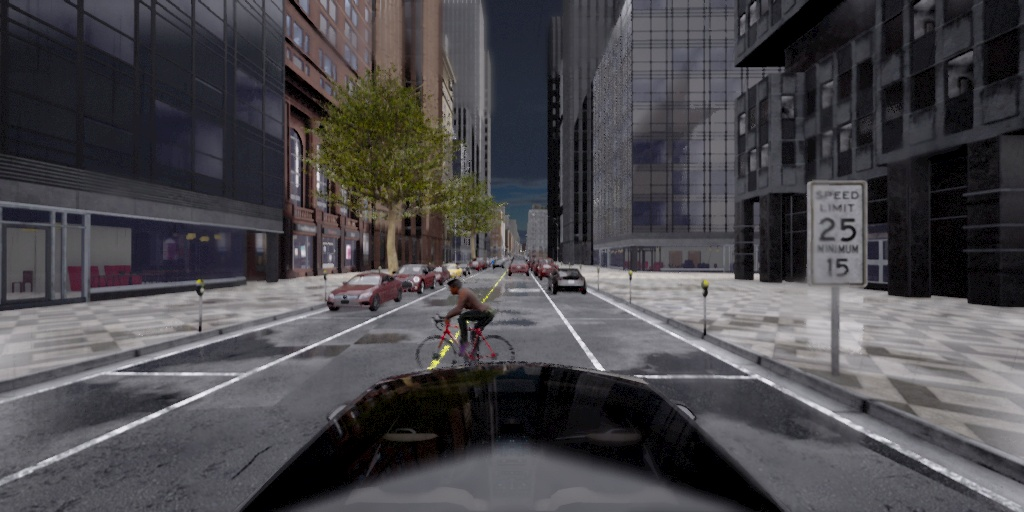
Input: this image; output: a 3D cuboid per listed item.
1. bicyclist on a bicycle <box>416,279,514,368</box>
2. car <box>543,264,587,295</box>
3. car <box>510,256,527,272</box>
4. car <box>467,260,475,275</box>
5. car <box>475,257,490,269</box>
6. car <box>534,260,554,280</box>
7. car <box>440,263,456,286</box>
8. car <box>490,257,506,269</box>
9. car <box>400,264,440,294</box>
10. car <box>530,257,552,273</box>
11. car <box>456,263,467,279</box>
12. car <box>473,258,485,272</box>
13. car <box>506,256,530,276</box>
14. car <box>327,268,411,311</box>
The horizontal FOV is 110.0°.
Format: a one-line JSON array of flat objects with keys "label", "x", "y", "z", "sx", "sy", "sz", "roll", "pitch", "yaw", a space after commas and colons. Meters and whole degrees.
[{"label": "bicyclist on a bicycle", "x": -0.785, "y": 1.204, "z": 5.971, "sx": 1.656, "sy": 1.620, "sz": 0.582, "roll": -1, "pitch": 0, "yaw": 1}, {"label": "car", "x": 2.965, "y": 1.327, "z": 19.790, "sx": 1.948, "sy": 1.339, "sz": 4.313, "roll": 0, "pitch": 0, "yaw": 1}, {"label": "car", "x": 0.905, "y": 1.034, "z": 48.525, "sx": 2.150, "sy": 2.045, "sz": 5.566, "roll": 0, "pitch": 0, "yaw": 1}, {"label": "car", "x": -5.260, "y": 1.354, "z": 36.861, "sx": 1.948, "sy": 1.339, "sz": 4.313, "roll": 0, "pitch": 0, "yaw": 1}, {"label": "car", "x": -4.961, "y": 1.138, "z": 53.777, "sx": 2.192, "sy": 1.841, "sz": 5.009, "roll": 0, "pitch": 0, "yaw": 1}, {"label": "car", "x": 3.164, "y": 1.323, "z": 31.065, "sx": 1.888, "sy": 1.381, "sz": 4.507, "roll": 0, "pitch": 0, "yaw": 1}, {"label": "car", "x": -5.459, "y": 1.351, "z": 25.584, "sx": 1.802, "sy": 1.307, "sz": 4.207, "roll": 0, "pitch": 0, "yaw": 1}, {"label": "car", "x": -2.132, "y": 1.333, "z": 56.921, "sx": 1.837, "sy": 1.490, "sz": 4.892, "roll": 0, "pitch": 0, "yaw": 1}, {"label": "car", "x": -5.559, "y": 1.201, "z": 19.945, "sx": 1.967, "sy": 1.591, "sz": 4.097, "roll": 0, "pitch": 0, "yaw": 1}, {"label": "car", "x": 3.264, "y": 1.103, "z": 36.704, "sx": 2.192, "sy": 1.841, "sz": 5.009, "roll": 0, "pitch": 0, "yaw": 1}, {"label": "car", "x": -5.362, "y": 1.303, "z": 31.052, "sx": 1.751, "sy": 1.417, "sz": 4.829, "roll": 0, "pitch": 0, "yaw": 1}, {"label": "car", "x": -5.061, "y": 1.356, "z": 48.138, "sx": 1.888, "sy": 1.381, "sz": 4.507, "roll": 0, "pitch": 0, "yaw": 1}, {"label": "car", "x": 0.718, "y": 1.142, "z": 38.004, "sx": 2.097, "sy": 1.767, "sz": 4.553, "roll": 0, "pitch": 0, "yaw": 1}, {"label": "car", "x": -5.659, "y": 1.338, "z": 14.307, "sx": 1.802, "sy": 1.307, "sz": 4.207, "roll": 0, "pitch": 0, "yaw": 1}]
